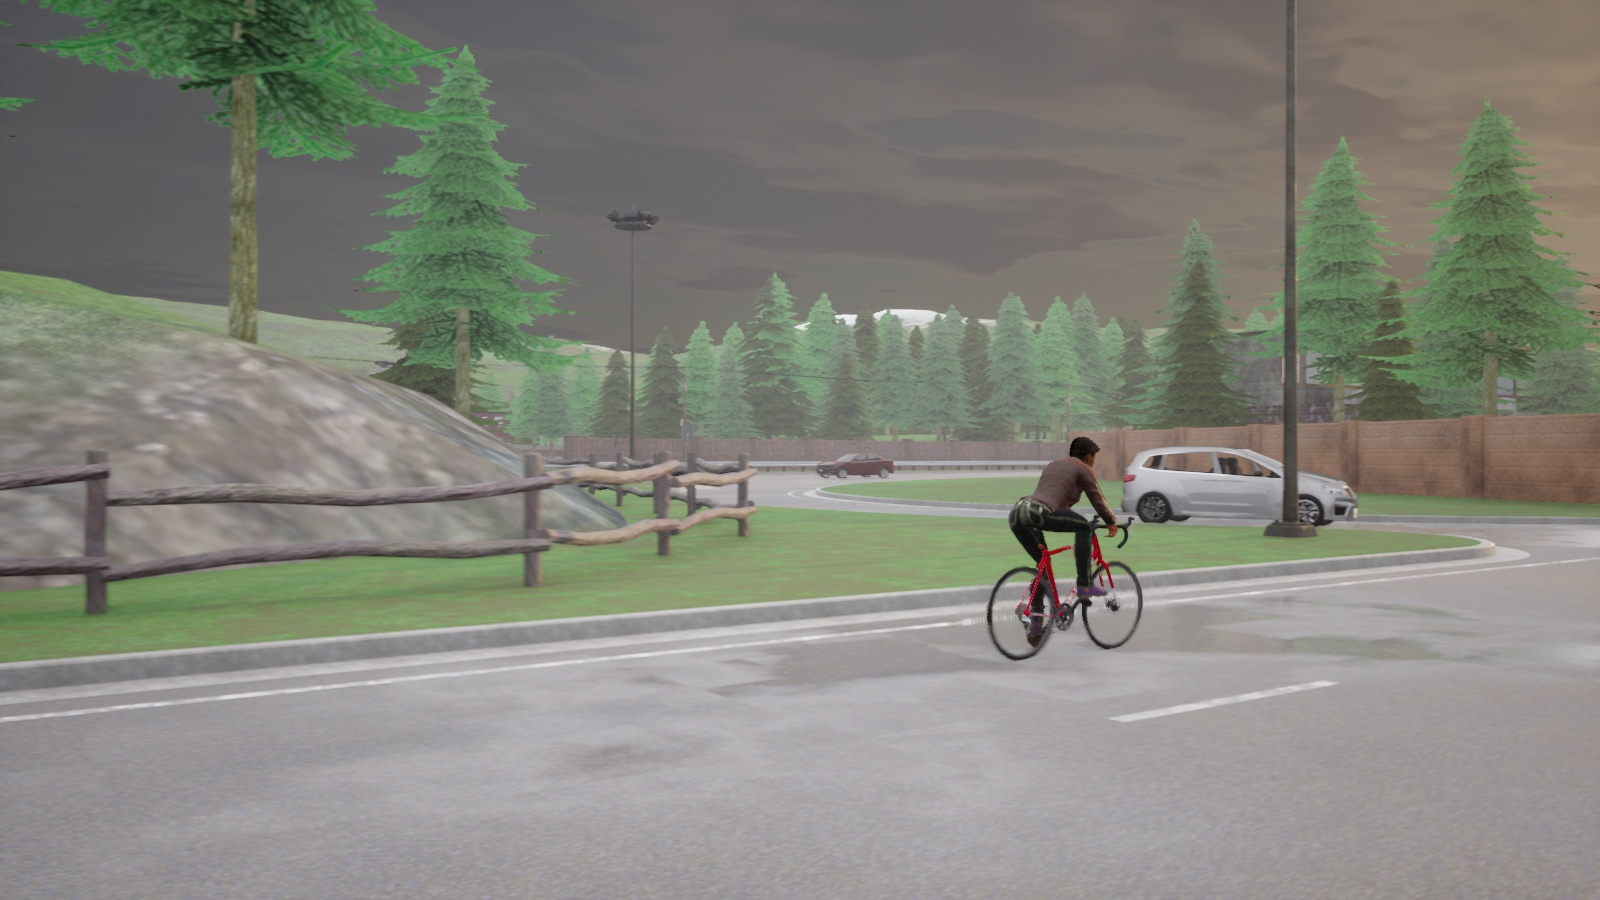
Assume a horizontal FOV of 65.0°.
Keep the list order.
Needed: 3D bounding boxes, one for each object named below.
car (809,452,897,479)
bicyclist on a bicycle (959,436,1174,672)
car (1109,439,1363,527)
[{"bbox_3d":[3.126,0.897,73.699,5.008,1.535,1.882,0,0,-35],"label":"car"},{"bbox_3d":[1.994,0.716,9.313,1.656,1.620,0.582,0,0,-35],"label":"bicyclist on a bicycle"},{"bbox_3d":[9.022,0.634,26.071,4.611,1.667,2.242,0,0,32],"label":"car"}]
